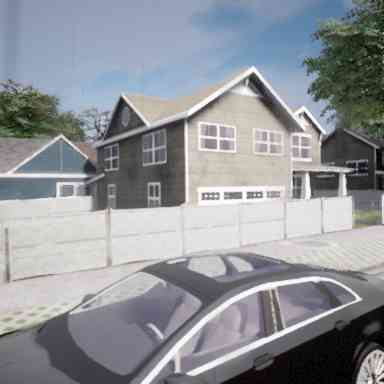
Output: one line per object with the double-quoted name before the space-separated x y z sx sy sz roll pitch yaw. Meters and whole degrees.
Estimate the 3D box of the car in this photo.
"car" 0.057 1.438 3.109 4.902 1.511 2.128 -2 1 -34
